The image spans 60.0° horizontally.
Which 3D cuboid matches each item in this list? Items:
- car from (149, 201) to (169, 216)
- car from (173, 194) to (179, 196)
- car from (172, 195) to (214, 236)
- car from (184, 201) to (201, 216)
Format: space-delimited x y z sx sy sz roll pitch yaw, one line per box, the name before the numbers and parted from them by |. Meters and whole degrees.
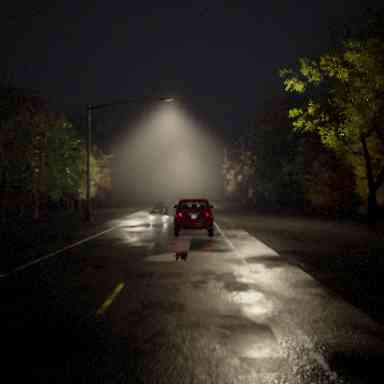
car | -3.603 1.789 37.156 1.837 1.490 4.892 0 0 0
car | -3.553 1.555 78.427 2.150 2.045 5.566 0 0 0
car | 0.095 1.373 19.710 2.150 2.045 5.566 0 0 0
car | 0.089 1.813 37.609 1.812 1.442 4.674 0 0 0
